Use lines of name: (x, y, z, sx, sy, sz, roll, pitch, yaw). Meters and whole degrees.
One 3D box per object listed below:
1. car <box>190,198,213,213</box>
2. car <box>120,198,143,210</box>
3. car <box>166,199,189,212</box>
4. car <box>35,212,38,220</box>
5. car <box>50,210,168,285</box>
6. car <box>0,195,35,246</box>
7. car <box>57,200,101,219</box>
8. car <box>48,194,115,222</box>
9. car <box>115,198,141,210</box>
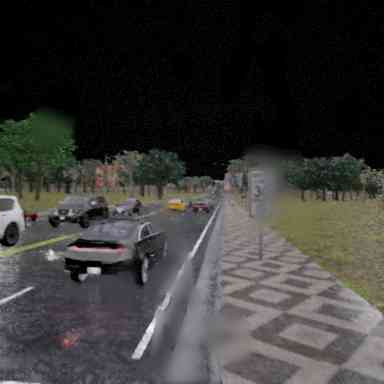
car: (1.230, 1.772, 41.049, 1.837, 1.490, 4.892, 1, 0, 6)
car: (-8.209, 1.588, 45.324, 1.812, 1.442, 4.674, 1, 0, 6)
car: (-2.001, 1.668, 41.407, 1.882, 1.535, 5.008, 1, 0, 6)
car: (-10.898, 1.456, 18.869, 1.895, 1.301, 4.718, 1, 0, 5)
car: (-1.895, 1.518, 9.651, 2.128, 1.511, 4.902, 1, 0, 6)
car: (-8.308, 1.102, 11.797, 2.150, 2.045, 5.566, 1, 0, 5)
car: (-9.853, 1.462, 29.411, 1.812, 1.442, 4.674, 1, 0, 6)
car: (-7.302, 1.181, 22.118, 2.150, 2.045, 5.566, 1, 0, 5)
car: (-6.286, 1.530, 32.446, 2.128, 1.511, 4.902, 1, 0, 6)
